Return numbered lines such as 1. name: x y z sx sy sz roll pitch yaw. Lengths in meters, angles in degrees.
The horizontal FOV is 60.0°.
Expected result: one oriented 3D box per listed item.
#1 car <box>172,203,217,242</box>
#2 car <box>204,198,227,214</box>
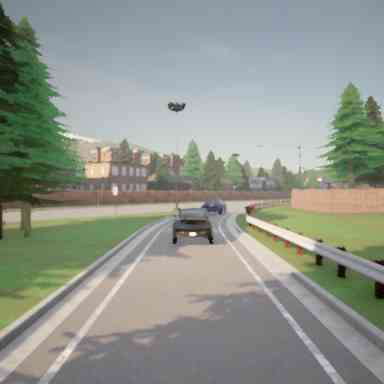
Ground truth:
1. car: 0.060 1.522 16.321 1.837 1.490 4.892 0 0 1
2. car: 2.471 1.390 35.449 2.097 1.767 4.553 0 0 14
